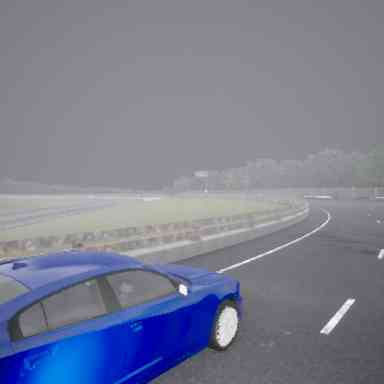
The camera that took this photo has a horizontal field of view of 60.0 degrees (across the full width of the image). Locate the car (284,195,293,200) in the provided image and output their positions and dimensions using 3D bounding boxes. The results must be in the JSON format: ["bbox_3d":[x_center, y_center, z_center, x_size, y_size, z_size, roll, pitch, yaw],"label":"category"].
[{"bbox_3d":[24.116,1.522,85.349,1.994,1.385,4.181,0,0,-10],"label":"car"}]

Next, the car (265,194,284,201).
[{"bbox_3d":[20.808,1.526,83.830,1.994,1.385,4.181,0,0,-10],"label":"car"}]

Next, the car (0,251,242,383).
[{"bbox_3d":[-1.237,1.479,4.029,1.882,1.535,5.008,0,0,39],"label":"car"}]

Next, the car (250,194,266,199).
[{"bbox_3d":[18.898,1.449,93.546,1.882,1.535,5.008,0,0,-15],"label":"car"}]
